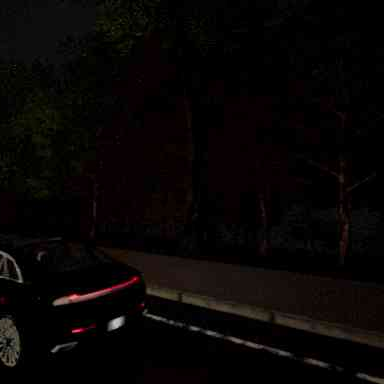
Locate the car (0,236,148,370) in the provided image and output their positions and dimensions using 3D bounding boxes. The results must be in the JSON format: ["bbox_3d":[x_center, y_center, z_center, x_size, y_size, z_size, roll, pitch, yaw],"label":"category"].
[{"bbox_3d":[-2.971,1.539,5.804,4.902,1.511,2.128,-1,0,36],"label":"car"}]
